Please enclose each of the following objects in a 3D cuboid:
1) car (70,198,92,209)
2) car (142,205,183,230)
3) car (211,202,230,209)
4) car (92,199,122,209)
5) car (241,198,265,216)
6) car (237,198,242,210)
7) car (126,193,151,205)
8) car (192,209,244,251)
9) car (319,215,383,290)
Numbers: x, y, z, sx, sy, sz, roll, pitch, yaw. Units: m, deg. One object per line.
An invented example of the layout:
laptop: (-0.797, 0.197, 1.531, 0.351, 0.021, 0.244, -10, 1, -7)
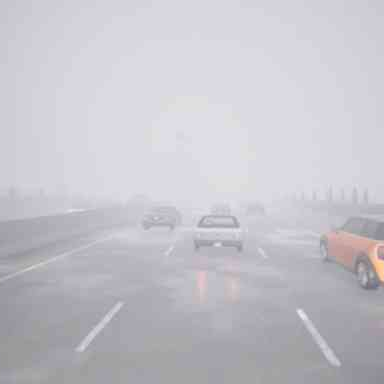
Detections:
car: (-14.014, 1.463, 42.859, 1.994, 1.385, 4.181, 1, 0, 5)
car: (-1.758, 1.544, 21.135, 2.033, 1.411, 5.357, 1, 0, 5)
car: (2.849, 1.647, 33.112, 1.895, 1.301, 4.718, 1, 0, 5)
car: (-10.544, 1.531, 42.423, 1.895, 1.301, 4.718, 1, 0, 5)
car: (6.238, 1.582, 33.302, 1.837, 1.490, 4.892, 1, 0, 7)
car: (7.209, 1.599, 45.007, 1.837, 1.490, 4.892, 0, 0, 6)
car: (-6.912, 1.186, 43.641, 2.150, 2.045, 5.566, 1, 0, 5)
car: (1.133, 1.620, 14.239, 1.895, 1.301, 4.718, 1, 0, 5)
car: (5.138, 1.403, 9.268, 2.097, 1.767, 4.553, 1, 0, 5)
